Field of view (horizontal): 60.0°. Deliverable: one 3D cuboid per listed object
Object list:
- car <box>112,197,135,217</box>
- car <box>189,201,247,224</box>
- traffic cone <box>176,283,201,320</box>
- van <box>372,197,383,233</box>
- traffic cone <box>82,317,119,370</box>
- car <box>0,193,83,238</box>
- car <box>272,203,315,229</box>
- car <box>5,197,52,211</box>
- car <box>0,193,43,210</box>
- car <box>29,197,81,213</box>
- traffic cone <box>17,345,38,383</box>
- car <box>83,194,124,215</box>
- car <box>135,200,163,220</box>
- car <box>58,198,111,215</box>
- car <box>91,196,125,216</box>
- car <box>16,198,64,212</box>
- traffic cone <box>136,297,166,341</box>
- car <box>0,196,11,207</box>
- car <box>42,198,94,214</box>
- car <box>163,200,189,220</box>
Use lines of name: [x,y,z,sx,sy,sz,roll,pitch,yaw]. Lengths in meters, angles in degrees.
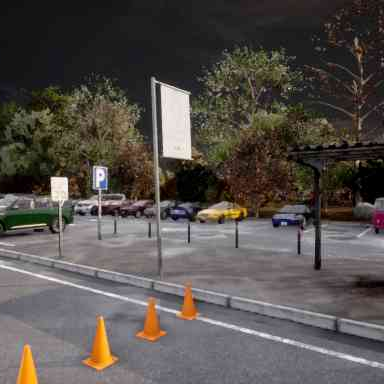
car: [-4.371,1.469,30.126,2.097,1.535,5.008,0,0,35]
car: [2.332,1.475,25.183,1.946,1.575,5.366,0,0,35]
traffic cone: [-0.062,1.957,6.049,0.340,0.580,0.340,0,0,36]
van: [11.591,1.264,19.047,1.878,1.987,4.442,0,0,35]
traffic cone: [-1.212,1.957,4.417,0.340,0.580,0.340,0,0,35]
car: [-8.926,1.221,17.300,2.435,2.045,5.566,0,0,35]
car: [6.965,1.513,22.119,2.163,1.488,4.792,0,0,35]
car: [-20.261,1.452,41.318,2.163,1.488,4.792,0,0,35]
car: [-22.563,1.153,42.866,2.435,2.045,5.566,0,0,35]
car: [-15.626,1.444,38.252,1.946,1.575,5.366,0,0,35]
traffic cone: [-1.787,1.957,3.600,0.340,0.580,0.340,0,0,35]
car: [-8.933,1.212,33.289,2.435,2.045,5.566,0,0,35]
car: [-2.099,1.473,28.531,2.231,1.521,4.892,0,0,35]
car: [-11.190,1.461,34.903,2.231,1.521,4.892,0,0,35]
car: [-6.642,1.466,31.721,2.097,1.535,5.008,0,0,35]
car: [-18.017,1.469,39.671,2.163,1.488,4.792,0,0,35]
traffic cone: [-0.637,1.957,5.233,0.340,0.580,0.340,0,0,35]
car: [-29.255,1.332,47.830,1.946,1.575,5.366,1,0,35]
car: [-13.463,1.455,36.500,2.097,1.535,5.008,0,0,35]
car: [0.185,1.504,26.954,2.163,1.488,4.792,0,0,35]
